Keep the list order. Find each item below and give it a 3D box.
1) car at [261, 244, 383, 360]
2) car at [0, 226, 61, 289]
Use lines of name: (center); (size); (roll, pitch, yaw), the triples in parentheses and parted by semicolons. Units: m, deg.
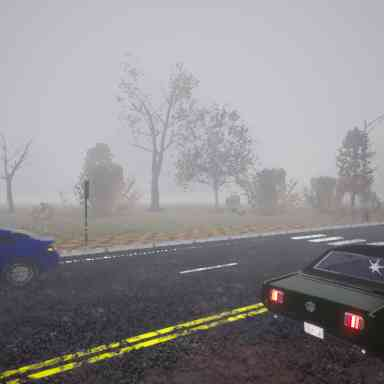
car: (3.494, 1.600, 5.795); (4.718, 1.301, 1.895); (0, 0, -35)
car: (-5.527, 1.525, 7.677); (4.674, 1.442, 1.812); (0, 0, -35)
